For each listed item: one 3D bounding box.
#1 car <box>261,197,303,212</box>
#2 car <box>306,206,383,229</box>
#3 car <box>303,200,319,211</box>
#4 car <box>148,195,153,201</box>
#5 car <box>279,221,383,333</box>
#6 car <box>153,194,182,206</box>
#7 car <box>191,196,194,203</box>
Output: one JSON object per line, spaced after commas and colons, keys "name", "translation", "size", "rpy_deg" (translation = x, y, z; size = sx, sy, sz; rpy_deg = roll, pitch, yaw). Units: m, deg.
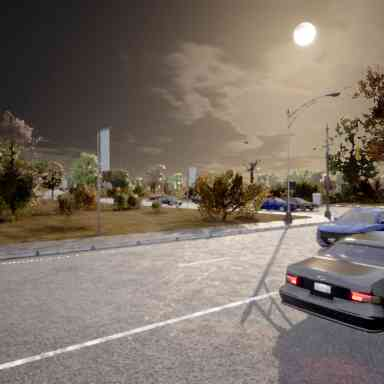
{"name": "car", "translation": [8.876, 1.319, 35.813], "size": [1.882, 1.535, 5.008], "rpy_deg": [-1, 0, -40]}
{"name": "car", "translation": [7.028, 1.419, 13.392], "size": [5.008, 1.535, 1.882], "rpy_deg": [0, 0, -36]}
{"name": "car", "translation": [11.656, 1.364, 37.947], "size": [2.033, 1.411, 5.357], "rpy_deg": [-1, 0, -39]}
{"name": "car", "translation": [-7.825, 1.261, 73.344], "size": [1.882, 1.535, 5.008], "rpy_deg": [-1, 0, -38]}
{"name": "car", "translation": [4.064, 1.529, 6.673], "size": [5.357, 1.411, 2.033], "rpy_deg": [0, 0, -36]}
{"name": "car", "translation": [-3.428, 1.340, 51.032], "size": [2.128, 1.511, 4.902], "rpy_deg": [-1, 0, -39]}
{"name": "car", "translation": [2.068, 1.000, 61.222], "size": [2.150, 2.045, 5.566], "rpy_deg": [-1, 1, -39]}
